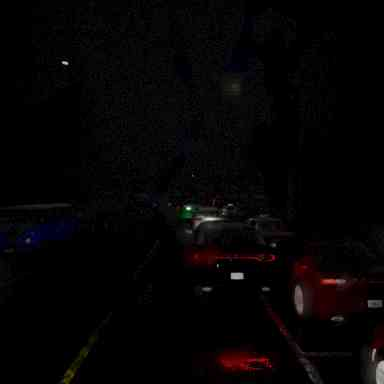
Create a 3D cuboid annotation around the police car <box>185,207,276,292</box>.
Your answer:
[{"bbox_3d":[0.872,1.426,9.041,1.930,1.638,5.238,0,0,0],"label":"police car"}]

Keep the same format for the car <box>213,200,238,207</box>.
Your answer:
[{"bbox_3d":[2.714,1.527,23.713,1.752,1.417,4.829,0,0,0],"label":"car"}]

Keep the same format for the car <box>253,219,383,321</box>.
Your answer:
[{"bbox_3d":[2.748,1.545,7.231,1.887,1.381,4.507,0,0,0],"label":"car"}]

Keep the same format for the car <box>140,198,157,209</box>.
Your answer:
[{"bbox_3d":[-5.855,1.534,45.107,1.752,1.417,4.829,0,0,0],"label":"car"}]

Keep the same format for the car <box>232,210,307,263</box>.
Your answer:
[{"bbox_3d":[2.737,1.526,12.838,1.752,1.417,4.829,0,0,0],"label":"car"}]

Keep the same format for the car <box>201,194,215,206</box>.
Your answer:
[{"bbox_3d":[2.647,1.330,56.169,2.192,1.841,5.009,0,0,0],"label":"car"}]

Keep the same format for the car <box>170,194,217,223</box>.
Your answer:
[{"bbox_3d":[0.288,1.224,25.181,2.150,2.045,5.566,0,0,11],"label":"car"}]

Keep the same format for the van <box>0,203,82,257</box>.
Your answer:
[{"bbox_3d":[-5.788,1.341,12.651,1.690,1.788,3.998,0,0,0],"label":"van"}]

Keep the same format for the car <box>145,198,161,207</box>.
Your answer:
[{"bbox_3d":[-5.866,1.578,50.714,1.947,1.339,4.313,0,0,0],"label":"car"}]

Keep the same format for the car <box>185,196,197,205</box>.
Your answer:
[{"bbox_3d":[-0.123,1.509,60.702,2.128,1.511,4.902,0,0,0],"label":"car"}]

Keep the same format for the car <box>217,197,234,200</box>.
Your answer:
[{"bbox_3d":[2.703,1.318,28.981,2.192,1.841,5.009,0,0,0],"label":"car"}]

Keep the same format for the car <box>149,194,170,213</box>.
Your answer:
[{"bbox_3d":[-3.073,1.357,36.097,2.097,1.767,4.553,0,0,0],"label":"car"}]

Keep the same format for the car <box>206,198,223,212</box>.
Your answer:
[{"bbox_3d":[2.681,1.532,40.026,1.752,1.417,4.829,0,0,0],"label":"car"}]

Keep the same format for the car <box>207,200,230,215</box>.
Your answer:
[{"bbox_3d":[2.693,1.555,34.418,2.008,1.369,4.403,0,0,0],"label":"car"}]

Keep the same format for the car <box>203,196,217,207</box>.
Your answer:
[{"bbox_3d":[2.659,1.452,50.731,1.967,1.590,4.097,0,0,0],"label":"car"}]

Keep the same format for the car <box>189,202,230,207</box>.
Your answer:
[{"bbox_3d":[0.863,1.527,18.931,1.812,1.442,4.674,0,0,0],"label":"car"}]

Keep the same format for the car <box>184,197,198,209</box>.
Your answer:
[{"bbox_3d":[-0.083,1.487,46.886,1.882,1.535,5.008,0,0,0],"label":"car"}]

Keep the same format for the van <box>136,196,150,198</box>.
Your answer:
[{"bbox_3d":[-5.844,1.348,39.839,1.690,1.788,3.998,0,0,0],"label":"van"}]

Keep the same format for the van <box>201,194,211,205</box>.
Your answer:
[{"bbox_3d":[2.636,1.359,61.607,1.690,1.788,3.998,0,0,0],"label":"van"}]

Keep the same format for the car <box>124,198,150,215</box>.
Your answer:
[{"bbox_3d":[-5.833,1.570,34.401,1.947,1.339,4.313,0,0,0],"label":"car"}]

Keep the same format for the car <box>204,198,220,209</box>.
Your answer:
[{"bbox_3d":[2.670,1.554,45.294,1.887,1.381,4.507,0,0,0],"label":"car"}]

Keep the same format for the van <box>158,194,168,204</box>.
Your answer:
[{"bbox_3d":[-5.900,1.363,67.027,1.690,1.788,3.998,0,0,0],"label":"van"}]

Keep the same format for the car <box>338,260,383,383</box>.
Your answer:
[{"bbox_3d":[2.759,1.545,1.793,1.887,1.381,4.507,0,0,0],"label":"car"}]

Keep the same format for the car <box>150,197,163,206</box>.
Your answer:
[{"bbox_3d":[-5.877,1.540,55.982,1.752,1.417,4.829,0,0,0],"label":"car"}]

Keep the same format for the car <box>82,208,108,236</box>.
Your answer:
[{"bbox_3d":[-5.799,1.552,18.089,2.008,1.369,4.403,0,0,0],"label":"car"}]

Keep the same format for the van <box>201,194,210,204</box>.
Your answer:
[{"bbox_3d":[2.625,1.363,67.044,1.690,1.788,3.998,0,0,0],"label":"van"}]

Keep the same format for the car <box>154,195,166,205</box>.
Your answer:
[{"bbox_3d":[-5.889,1.458,61.589,1.967,1.590,4.097,0,0,0],"label":"car"}]
